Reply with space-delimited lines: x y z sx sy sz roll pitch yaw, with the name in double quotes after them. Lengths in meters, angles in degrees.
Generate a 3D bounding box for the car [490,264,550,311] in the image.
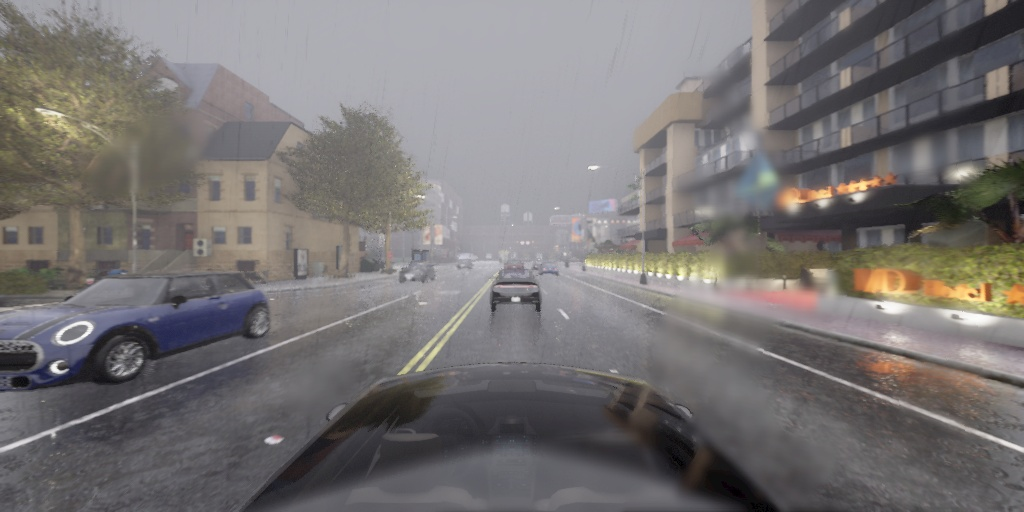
0.142 1.242 14.411 2.128 1.511 4.902 0 0 0 "car"

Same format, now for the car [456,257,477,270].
-6.856 1.246 52.318 2.128 1.511 4.902 0 0 1 "car"

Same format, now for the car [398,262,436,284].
-7.011 1.243 26.930 2.128 1.511 4.902 0 0 0 "car"

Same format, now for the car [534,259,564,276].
3.715 1.300 37.006 2.033 1.411 5.357 0 0 0 "car"

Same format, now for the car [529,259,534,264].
3.657 1.355 47.621 1.895 1.301 4.718 0 0 0 "car"

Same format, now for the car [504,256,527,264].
0.223 1.104 37.342 2.097 1.767 4.553 0 0 0 "car"

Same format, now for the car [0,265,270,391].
-7.085 1.103 7.032 2.097 1.767 4.553 0 0 0 "car"
